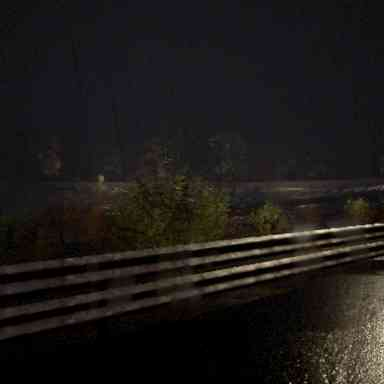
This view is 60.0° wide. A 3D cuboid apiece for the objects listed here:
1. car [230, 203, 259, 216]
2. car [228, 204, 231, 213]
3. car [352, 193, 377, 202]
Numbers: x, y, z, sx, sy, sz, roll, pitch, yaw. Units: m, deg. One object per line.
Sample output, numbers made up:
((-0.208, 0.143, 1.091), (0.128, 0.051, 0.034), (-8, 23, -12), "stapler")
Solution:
((9.835, 3.111, 55.847), (5.566, 2.045, 2.150), (-4, 2, -21), "car")
((8.545, 3.052, 59.100), (5.566, 2.045, 2.150), (-4, 2, -21), "car")
((35.872, 1.158, 69.395), (5.566, 2.045, 2.150), (-4, 2, -20), "car")
